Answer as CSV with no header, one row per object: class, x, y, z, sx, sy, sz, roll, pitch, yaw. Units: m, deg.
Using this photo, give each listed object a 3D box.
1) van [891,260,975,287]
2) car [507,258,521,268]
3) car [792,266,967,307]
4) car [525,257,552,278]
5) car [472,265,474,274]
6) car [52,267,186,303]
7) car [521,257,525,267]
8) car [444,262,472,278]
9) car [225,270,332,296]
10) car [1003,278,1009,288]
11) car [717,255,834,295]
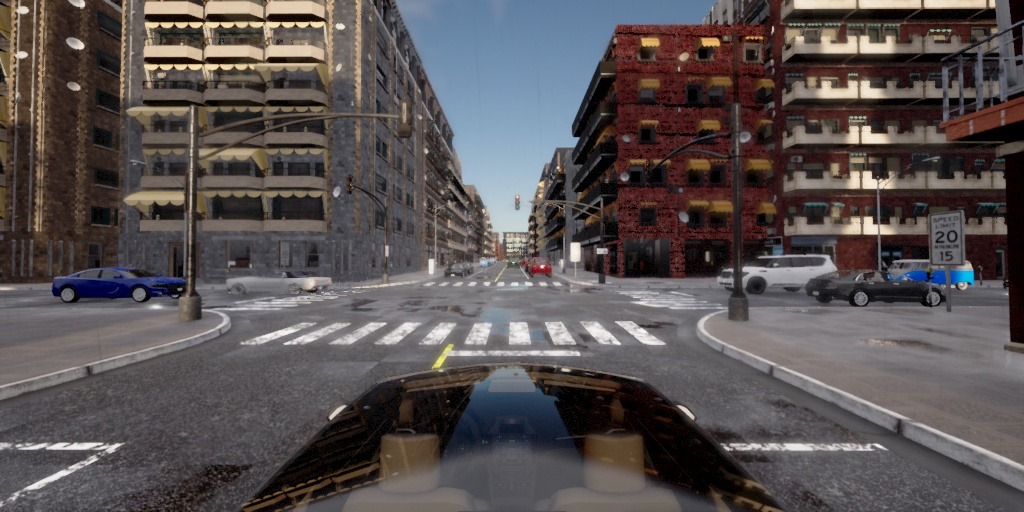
van,24.946,1.113,21.479,3.998,1.789,1.690,0,0,0
car,0.236,1.159,60.451,2.097,1.767,4.553,0,0,-1
car,13.771,1.184,13.652,4.403,1.370,2.007,0,0,0
car,2.638,1.073,33.970,2.192,1.841,5.009,0,0,0
car,-5.231,1.326,39.503,1.948,1.339,4.313,0,0,0
car,-17.582,1.252,16.284,5.008,1.535,1.882,0,-1,0
car,2.663,1.080,45.093,2.192,1.841,5.009,0,0,0
car,-5.243,1.324,33.942,1.948,1.339,4.313,0,0,0
car,-12.446,1.421,19.201,4.718,1.301,1.895,0,-1,0
car,29.797,1.258,19.006,5.357,1.411,2.033,0,-1,0
car,14.063,0.965,19.087,5.566,2.045,2.150,0,-1,0
